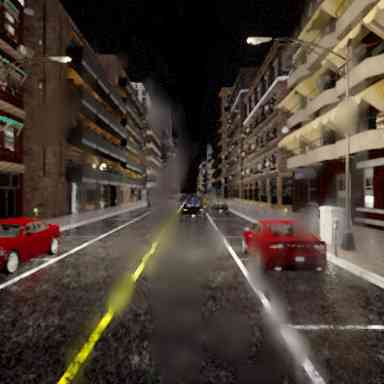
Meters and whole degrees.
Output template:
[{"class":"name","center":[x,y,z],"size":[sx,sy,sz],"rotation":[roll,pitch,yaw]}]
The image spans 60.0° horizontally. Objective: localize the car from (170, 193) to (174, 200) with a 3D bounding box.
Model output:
[{"class":"car","center":[-5.730,1.229,78.139],"size":[2.192,1.841,5.009],"rotation":[0,0,0]}]

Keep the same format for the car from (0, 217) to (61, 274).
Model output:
[{"class":"car","center":[-5.695,1.534,10.504],"size":[1.887,1.381,4.507],"rotation":[0,0,0]}]

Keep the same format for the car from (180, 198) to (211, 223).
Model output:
[{"class":"car","center":[0.087,1.464,25.196],"size":[2.128,1.511,4.902],"rotation":[0,0,0]}]

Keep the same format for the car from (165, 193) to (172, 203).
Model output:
[{"class":"car","center":[-5.725,1.471,66.866],"size":[1.887,1.381,4.507],"rotation":[0,0,0]}]

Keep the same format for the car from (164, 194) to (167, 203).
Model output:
[{"class":"car","center":[-5.720,1.491,55.593],"size":[2.008,1.369,4.403],"rotation":[0,0,0]}]

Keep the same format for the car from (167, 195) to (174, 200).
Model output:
[{"class":"car","center":[-5.737,1.426,89.240],"size":[1.752,1.417,4.829],"rotation":[0,0,0]}]

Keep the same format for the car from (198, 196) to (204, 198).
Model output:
[{"class":"car","center":[0.078,1.520,41.680],"size":[1.994,1.385,4.181],"rotation":[0,0,0]}]

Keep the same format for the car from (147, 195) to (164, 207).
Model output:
[{"class":"car","center":[-5.716,1.497,49.956],"size":[2.008,1.369,4.403],"rotation":[0,0,0]}]

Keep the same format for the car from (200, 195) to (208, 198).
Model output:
[{"class":"car","center":[2.662,1.465,55.763],"size":[1.752,1.417,4.829],"rotation":[0,0,0]}]

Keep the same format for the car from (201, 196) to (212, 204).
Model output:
[{"class":"car","center":[2.658,1.499,61.230],"size":[1.947,1.339,4.313],"rotation":[0,0,0]}]

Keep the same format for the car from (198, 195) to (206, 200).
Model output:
[{"class":"car","center":[2.643,1.482,89.411],"size":[1.802,1.307,4.206],"rotation":[0,0,0]}]

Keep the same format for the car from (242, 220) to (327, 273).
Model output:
[{"class":"car","center":[2.686,1.534,10.504],"size":[1.887,1.381,4.507],"rotation":[0,0,0]}]

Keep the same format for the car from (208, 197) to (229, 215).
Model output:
[{"class":"car","center":[2.674,1.516,33.049],"size":[2.008,1.369,4.403],"rotation":[0,0,0]}]

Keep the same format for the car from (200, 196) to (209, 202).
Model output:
[{"class":"car","center":[2.652,1.502,72.502],"size":[1.802,1.307,4.206],"rotation":[0,0,0]}]
